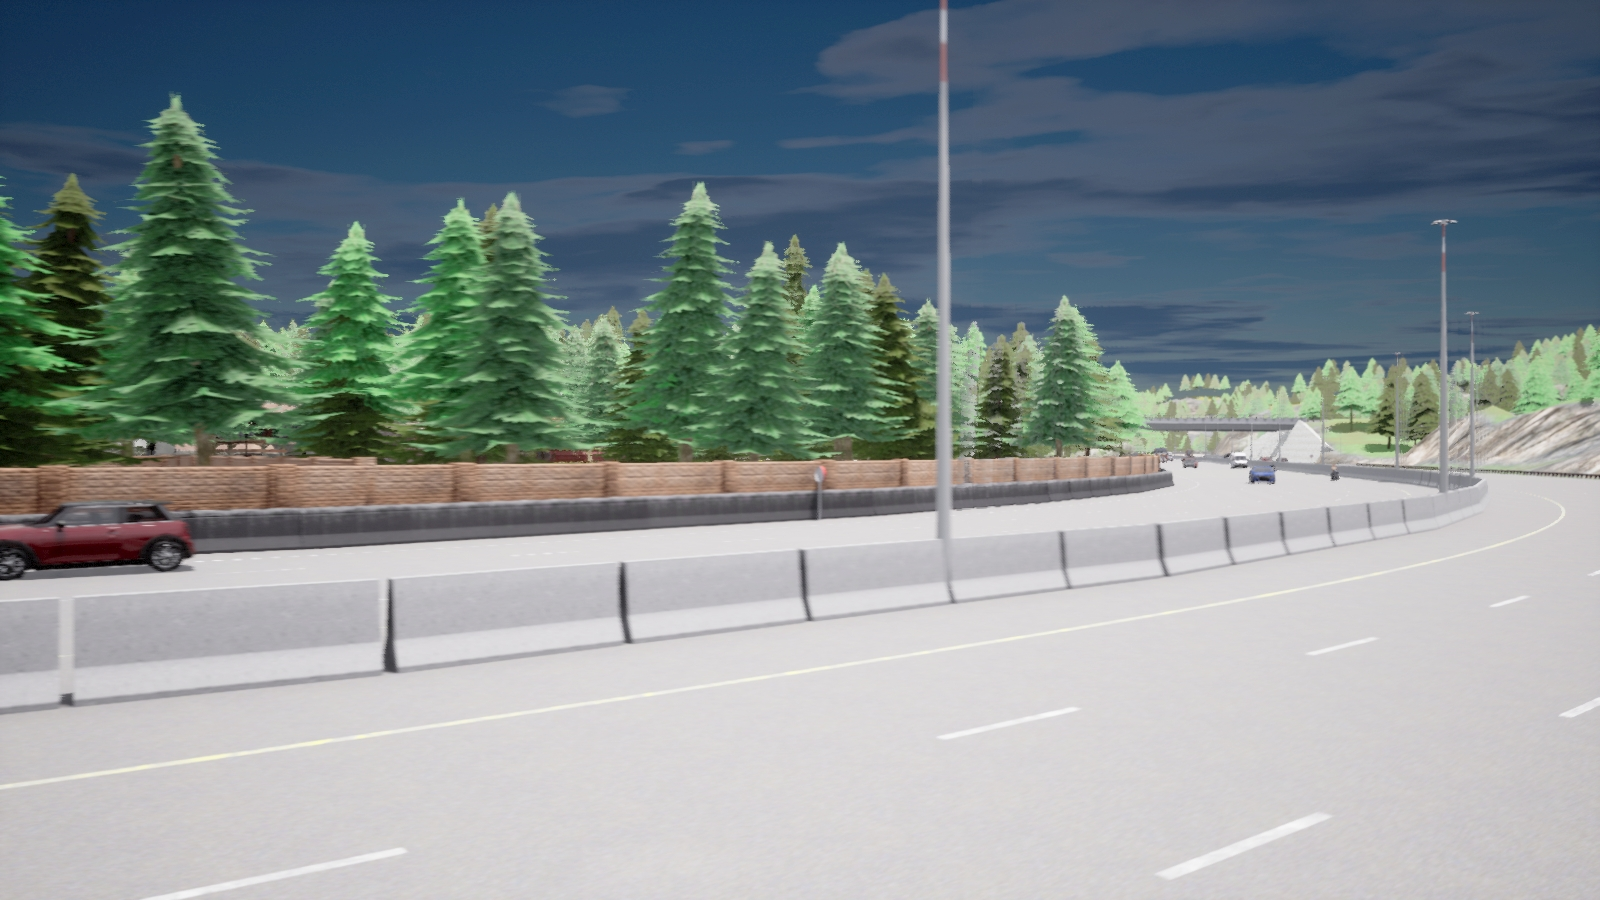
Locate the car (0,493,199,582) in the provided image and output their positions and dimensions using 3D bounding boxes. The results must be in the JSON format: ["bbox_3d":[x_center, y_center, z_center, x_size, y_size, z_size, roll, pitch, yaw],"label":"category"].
[{"bbox_3d":[-16.571,1.952,26.327,4.553,1.767,2.097,0,0,-36],"label":"car"}]
